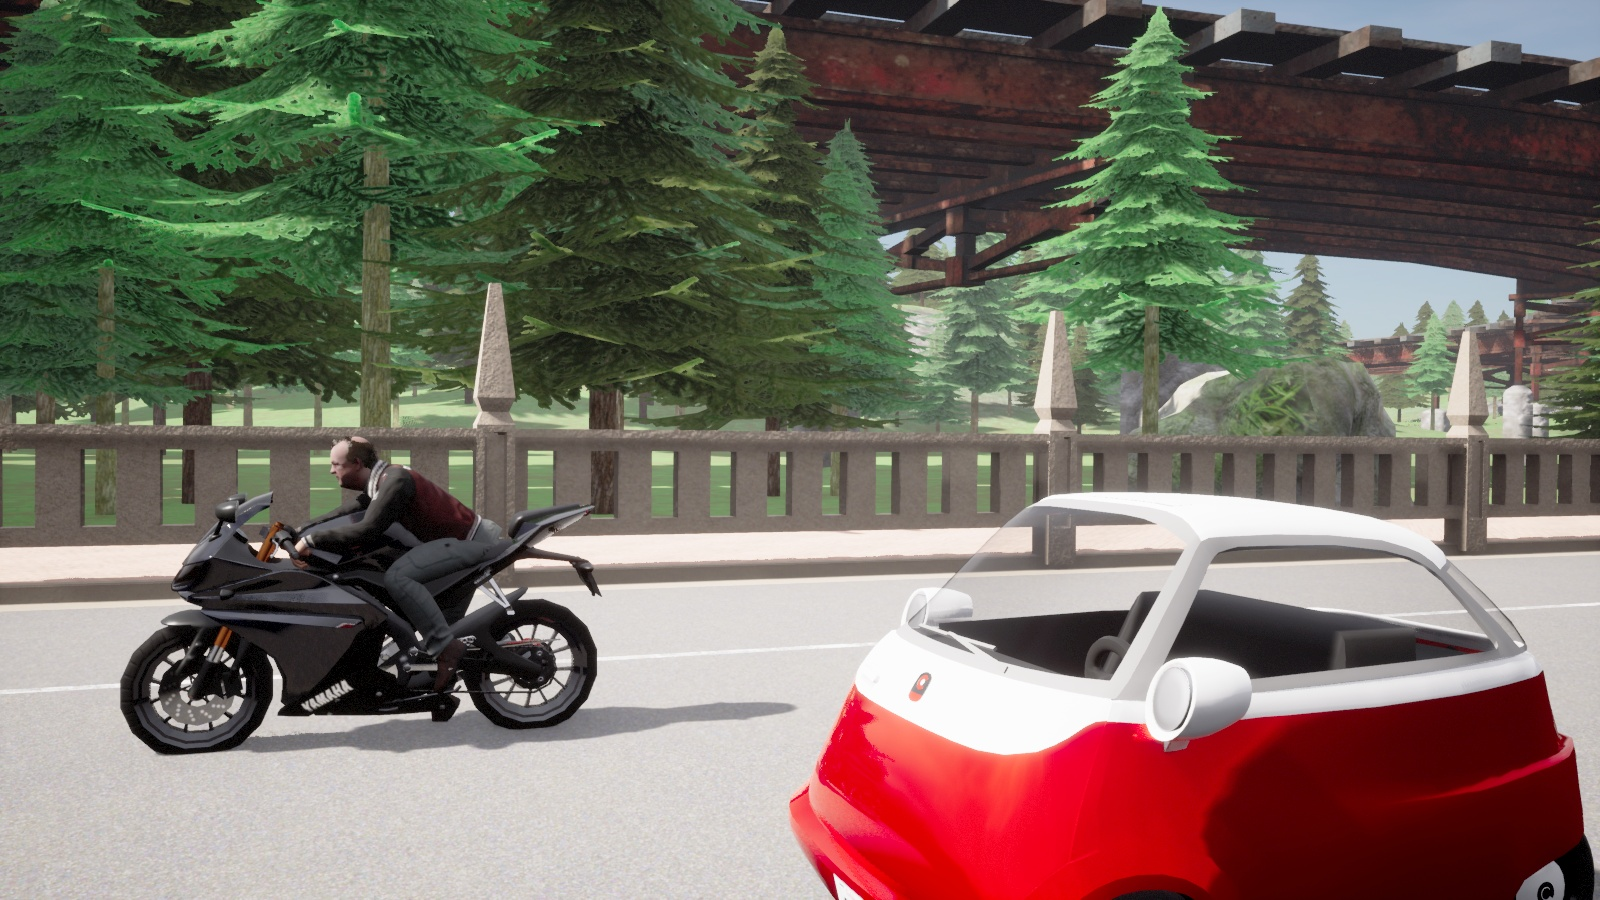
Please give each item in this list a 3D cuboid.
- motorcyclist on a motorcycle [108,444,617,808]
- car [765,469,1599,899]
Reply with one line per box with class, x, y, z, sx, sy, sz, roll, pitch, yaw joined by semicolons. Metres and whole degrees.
motorcyclist on a motorcycle;-2.089;0.755;6.190;2.191;1.530;0.866;-1;1;-21
car;1.187;0.780;3.690;2.207;1.376;1.481;-1;1;-21
